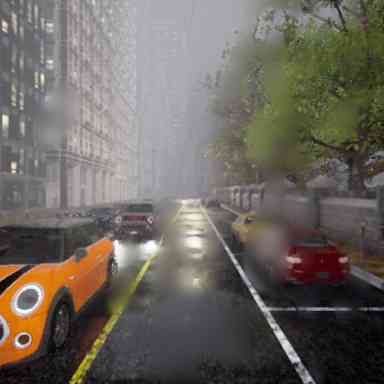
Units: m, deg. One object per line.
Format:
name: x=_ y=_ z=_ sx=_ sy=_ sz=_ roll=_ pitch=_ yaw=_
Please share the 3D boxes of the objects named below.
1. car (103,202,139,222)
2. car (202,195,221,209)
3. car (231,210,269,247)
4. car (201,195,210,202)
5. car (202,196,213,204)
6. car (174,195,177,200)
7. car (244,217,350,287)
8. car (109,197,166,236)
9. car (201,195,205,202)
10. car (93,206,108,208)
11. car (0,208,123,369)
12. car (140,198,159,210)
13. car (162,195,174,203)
car: x=-5.469 y=1.511 z=26.132 sx=1.947 sy=1.339 sz=4.313 roll=0 pitch=0 yaw=0
car: x=2.695 y=1.455 z=42.713 sx=1.887 sy=1.381 sz=4.507 roll=0 pitch=0 yaw=0
car: x=2.705 y=1.492 z=14.754 sx=1.752 sy=1.417 sz=4.829 roll=0 pitch=0 yaw=0
car: x=2.870 y=1.404 z=70.907 sx=1.887 sy=1.381 sz=4.507 roll=0 pitch=0 yaw=1
car: x=2.753 y=1.424 z=59.626 sx=1.887 sy=1.381 sz=4.507 roll=0 pitch=0 yaw=0
car: x=-4.861 y=1.399 z=88.011 sx=1.947 sy=1.339 sz=4.313 roll=0 pitch=0 yaw=1
car: x=2.707 y=1.561 z=8.959 sx=1.802 sy=1.307 sz=4.206 roll=0 pitch=0 yaw=0
car: x=-2.755 y=1.320 z=17.932 sx=2.097 sy=1.767 sz=4.553 roll=0 pitch=0 yaw=0
car: x=2.699 y=1.451 z=48.346 sx=2.008 sy=1.369 sz=4.403 roll=0 pitch=0 yaw=0
car: x=-5.465 y=1.519 z=14.877 sx=2.008 sy=1.369 sz=4.403 roll=0 pitch=0 yaw=0
car: x=-2.846 y=1.339 z=6.054 sx=2.097 sy=1.767 sz=4.553 roll=0 pitch=0 yaw=0
car: x=-5.476 y=1.478 z=43.015 sx=1.947 sy=1.339 sz=4.313 roll=0 pitch=0 yaw=0
car: x=-5.219 y=1.415 z=65.509 sx=1.887 sy=1.381 sz=4.507 roll=0 pitch=0 yaw=0
